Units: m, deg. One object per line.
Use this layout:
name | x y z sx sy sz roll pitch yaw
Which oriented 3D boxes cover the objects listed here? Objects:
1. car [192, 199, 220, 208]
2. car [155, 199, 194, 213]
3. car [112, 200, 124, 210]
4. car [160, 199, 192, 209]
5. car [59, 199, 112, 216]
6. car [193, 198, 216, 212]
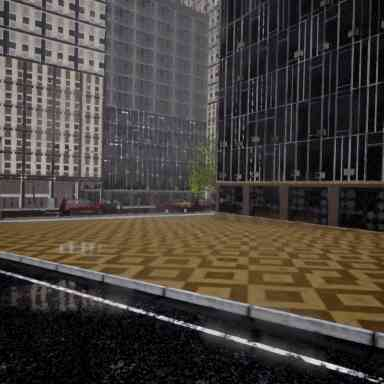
car | 2.392 1.873 55.605 4.313 1.339 1.947 1 1 -34
car | -2.512 1.966 42.697 4.507 1.381 1.887 1 1 -34
car | -11.640 1.721 45.996 4.403 1.369 2.008 1 1 -34
car | -2.425 1.785 52.305 4.829 1.417 1.752 1 1 -34
car | -11.862 1.645 36.288 5.009 1.841 2.192 1 1 -34
car | 2.170 1.782 45.896 5.009 1.841 2.192 1 1 -34
